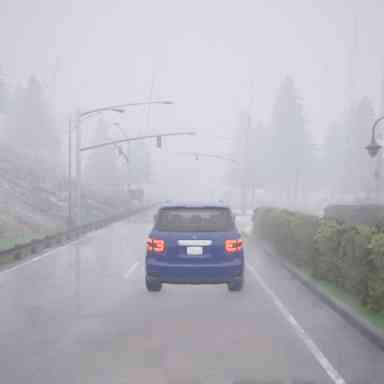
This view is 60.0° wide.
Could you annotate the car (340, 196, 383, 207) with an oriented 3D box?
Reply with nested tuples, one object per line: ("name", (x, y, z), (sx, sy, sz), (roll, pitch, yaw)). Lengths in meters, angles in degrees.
("car", (16.131, 1.407, 30.749), (5.566, 2.045, 2.150), (0, 0, 0))

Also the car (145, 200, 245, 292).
("car", (0.072, 1.228, 9.126), (2.150, 2.045, 5.566), (0, 0, 0))
